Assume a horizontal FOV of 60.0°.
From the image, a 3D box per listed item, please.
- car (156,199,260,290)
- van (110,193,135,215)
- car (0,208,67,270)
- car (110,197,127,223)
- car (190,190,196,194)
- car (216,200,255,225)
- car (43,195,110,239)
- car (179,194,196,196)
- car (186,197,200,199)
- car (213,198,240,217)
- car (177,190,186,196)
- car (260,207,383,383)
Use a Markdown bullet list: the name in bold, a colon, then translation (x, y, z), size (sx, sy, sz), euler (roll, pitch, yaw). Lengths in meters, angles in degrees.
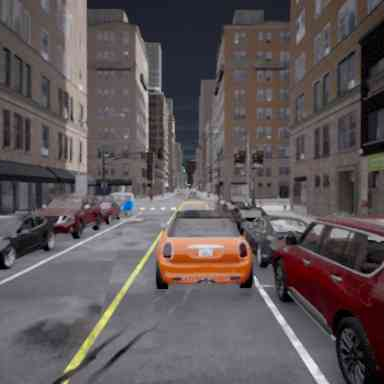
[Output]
- **car**: translation (0.192, 1.230, 8.917), size (2.097, 1.767, 4.553), euler (0, 1, -2)
- **van**: translation (-5.803, 0.969, 27.314), size (1.690, 1.788, 3.998), euler (0, 1, 0)
- **car**: translation (-5.836, 1.422, 10.561), size (1.947, 1.339, 4.313), euler (0, 1, 0)
- **car**: translation (-5.814, 1.249, 21.731), size (1.887, 1.381, 4.507), euler (0, 1, 0)
- **car**: translation (0.249, 0.272, 92.920), size (2.128, 1.511, 4.902), euler (0, 1, 0)
- **car**: translation (2.711, 1.270, 21.718), size (1.947, 1.339, 4.313), euler (0, 1, 0)
- **car**: translation (-5.824, 1.095, 16.141), size (2.192, 1.841, 5.009), euler (0, 1, 0)
- **car**: translation (0.107, 1.144, 29.606), size (2.033, 1.411, 5.357), euler (0, 1, -1)
- **car**: translation (0.127, 1.228, 18.339), size (1.882, 1.535, 5.008), euler (0, 1, 0)
- **car**: translation (2.722, 1.210, 27.302), size (1.802, 1.307, 4.206), euler (0, 1, 0)
- **car**: translation (-2.727, 0.204, 85.664), size (2.097, 1.767, 4.553), euler (0, 1, 0)
- **car**: translation (2.679, 1.246, 4.961), size (2.192, 1.841, 5.009), euler (0, 1, 0)
